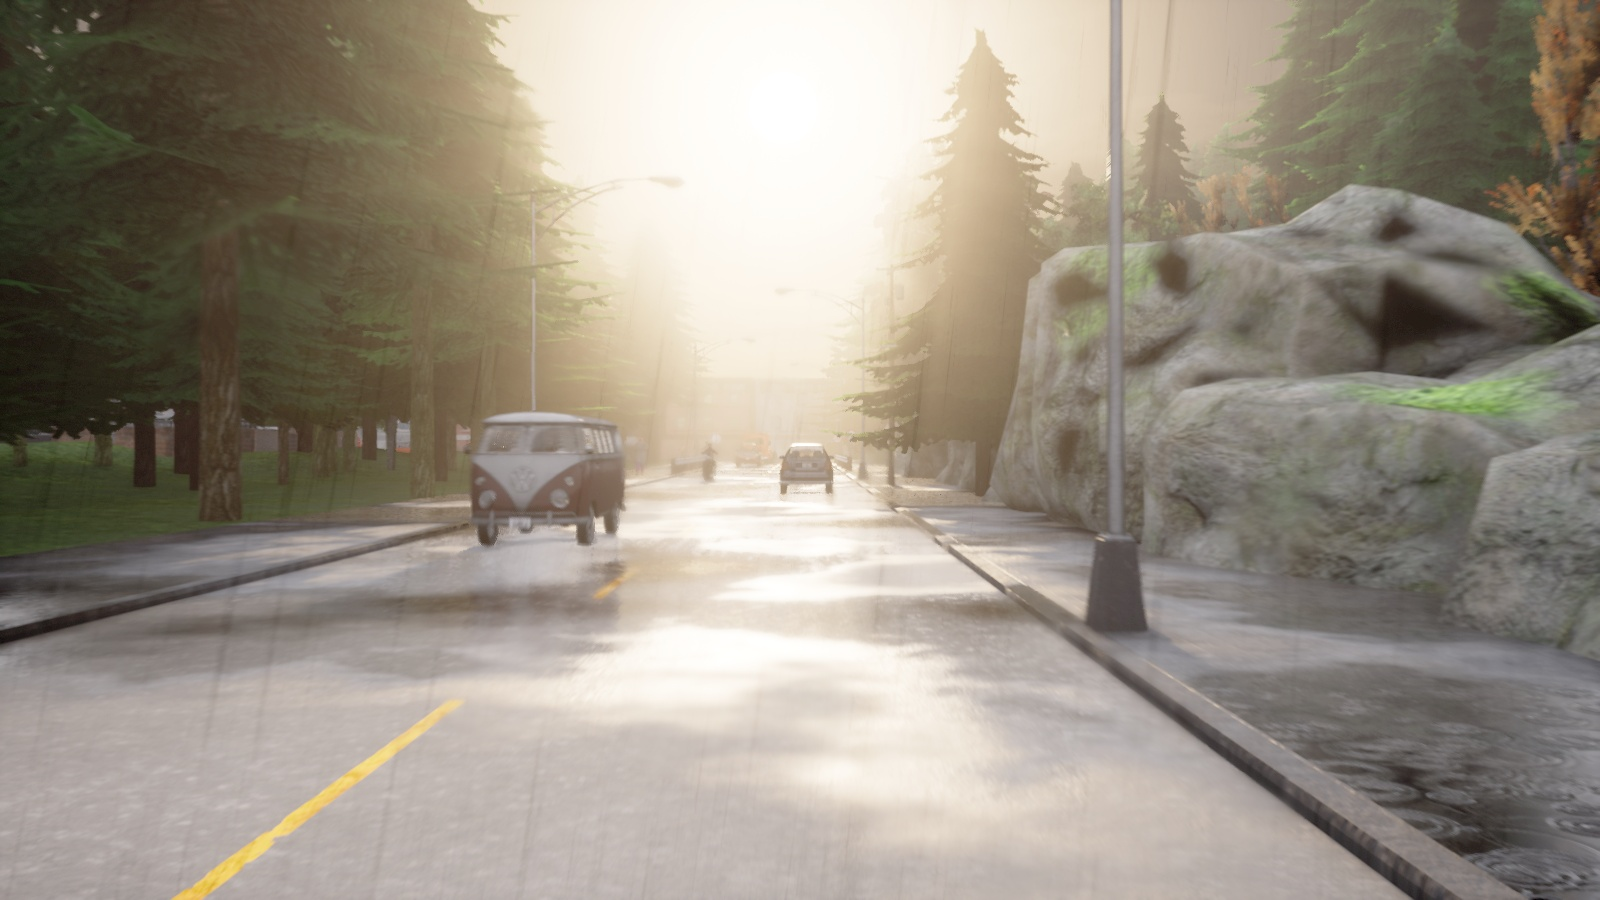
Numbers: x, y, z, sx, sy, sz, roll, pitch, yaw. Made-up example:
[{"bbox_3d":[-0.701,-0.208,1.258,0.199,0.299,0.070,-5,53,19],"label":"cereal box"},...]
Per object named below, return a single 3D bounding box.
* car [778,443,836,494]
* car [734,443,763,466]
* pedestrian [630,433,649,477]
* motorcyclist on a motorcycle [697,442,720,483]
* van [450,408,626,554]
[{"bbox_3d":[0.216,0.563,40.286,1.789,1.549,3.705,0,0,0],"label":"car"},{"bbox_3d":[-3.639,0.284,89.375,1.851,1.617,3.988,0,0,0],"label":"car"},{"bbox_3d":[-7.275,0.222,56.981,0.659,1.952,0.873,0,0,8],"label":"pedestrian"},{"bbox_3d":[-3.729,0.488,51.342,0.766,1.649,2.350,0,0,0],"label":"motorcyclist on a motorcycle"},{"bbox_3d":[-3.888,0.419,19.401,1.775,1.987,4.442,0,0,0],"label":"van"}]
